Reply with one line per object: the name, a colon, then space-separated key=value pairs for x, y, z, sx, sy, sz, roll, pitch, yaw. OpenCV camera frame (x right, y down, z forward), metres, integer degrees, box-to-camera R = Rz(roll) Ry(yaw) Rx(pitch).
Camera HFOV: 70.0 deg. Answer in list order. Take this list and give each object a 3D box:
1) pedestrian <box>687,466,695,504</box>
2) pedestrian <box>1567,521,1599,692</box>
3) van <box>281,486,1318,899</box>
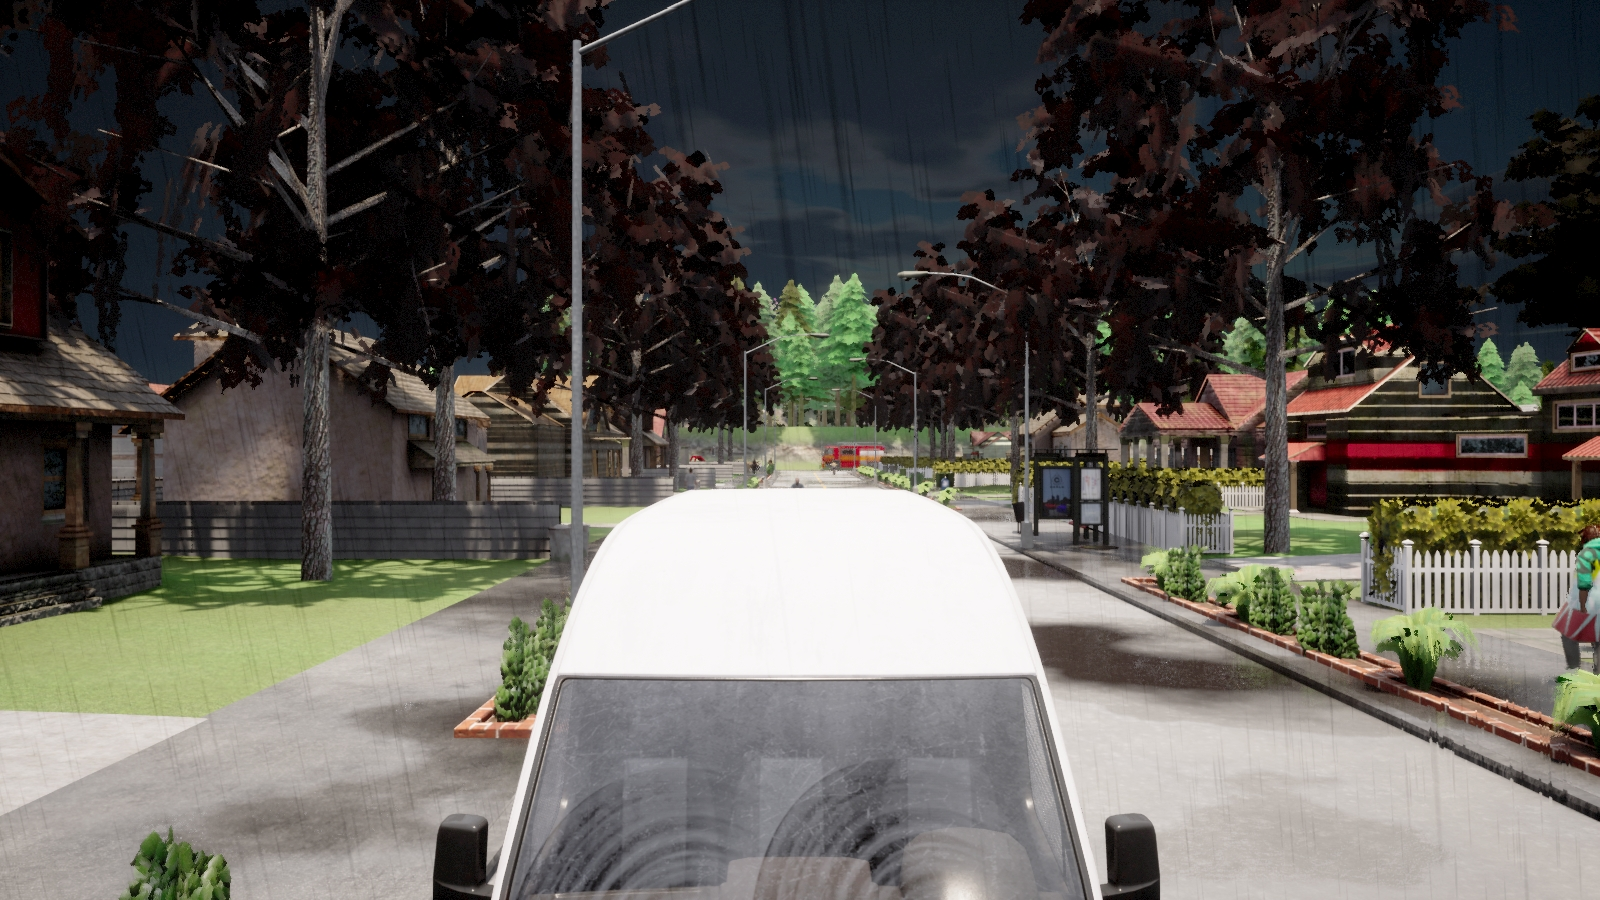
pedestrian: x=-5.391 y=1.743 z=56.443 sx=0.375 sy=1.860 sz=0.375 roll=0 pitch=0 yaw=-2
pedestrian: x=8.928 y=1.744 z=12.831 sx=0.375 sy=1.860 sz=0.375 roll=0 pitch=0 yaw=-5
van: x=-0.006 y=1.534 z=5.149 sx=1.988 sy=2.561 sz=5.915 roll=0 pitch=0 yaw=0
